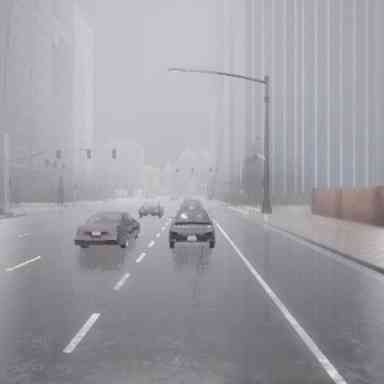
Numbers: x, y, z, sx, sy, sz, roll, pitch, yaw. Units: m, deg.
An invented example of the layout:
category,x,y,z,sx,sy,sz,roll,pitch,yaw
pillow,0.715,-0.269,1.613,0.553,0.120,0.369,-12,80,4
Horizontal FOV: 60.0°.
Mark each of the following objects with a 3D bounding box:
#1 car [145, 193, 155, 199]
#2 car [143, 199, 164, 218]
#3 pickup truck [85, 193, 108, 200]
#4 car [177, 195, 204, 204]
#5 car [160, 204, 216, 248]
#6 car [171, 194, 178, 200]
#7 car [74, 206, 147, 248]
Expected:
category,x,y,z,sx,sy,sz,roll,pitch,yaw
car,-11.769,1.209,93.479,2.150,2.045,5.566,0,0,-1
car,-3.538,1.615,29.701,1.895,1.301,4.718,0,0,-1
pickup truck,-24.787,1.056,86.835,2.390,2.098,6.274,0,0,30
car,-0.038,1.364,29.685,2.097,1.767,4.553,0,0,-1
car,0.000,1.493,14.650,2.128,1.511,4.902,0,0,0
car,-4.691,1.512,88.608,2.033,1.411,5.357,0,0,-1
car,-3.500,1.561,14.650,2.033,1.411,5.357,0,0,0
